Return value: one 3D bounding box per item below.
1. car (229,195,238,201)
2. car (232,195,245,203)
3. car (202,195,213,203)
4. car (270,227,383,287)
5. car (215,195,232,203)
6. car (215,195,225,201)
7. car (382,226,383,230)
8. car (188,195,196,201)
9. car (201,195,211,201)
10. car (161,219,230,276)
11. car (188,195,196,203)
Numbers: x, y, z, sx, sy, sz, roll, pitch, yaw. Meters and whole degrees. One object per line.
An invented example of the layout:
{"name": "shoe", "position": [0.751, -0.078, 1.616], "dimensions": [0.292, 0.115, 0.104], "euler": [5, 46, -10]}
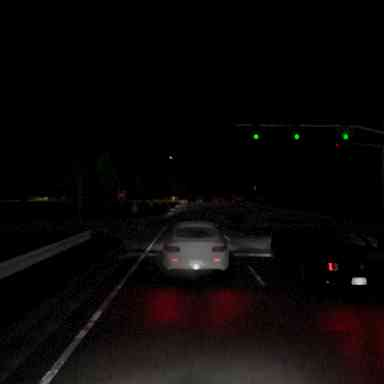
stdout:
{"name": "car", "position": [10.505, 1.549, 84.560], "dimensions": [1.882, 1.535, 5.008], "euler": [0, 0, 0]}
{"name": "car", "position": [10.504, 1.679, 74.139], "dimensions": [1.882, 1.535, 5.008], "euler": [0, 0, 0]}
{"name": "car", "position": [3.504, 1.558, 74.527], "dimensions": [2.097, 1.767, 4.553], "euler": [0, 0, 0]}
{"name": "car", "position": [3.589, 1.627, 9.332], "dimensions": [1.895, 1.301, 4.718], "euler": [0, 0, 0]}
{"name": "car", "position": [7.004, 1.558, 74.526], "dimensions": [2.097, 1.767, 4.553], "euler": [0, 0, 0]}
{"name": "car", "position": [7.005, 1.596, 84.560], "dimensions": [2.128, 1.511, 4.902], "euler": [0, 0, 0]}
{"name": "car", "position": [7.086, 1.248, 8.388], "dimensions": [2.150, 2.045, 5.566], "euler": [0, 0, 0]}
{"name": "car", "position": [0.005, 1.571, 84.560], "dimensions": [1.837, 1.490, 4.892], "euler": [0, 0, 0]}
{"name": "car", "position": [3.505, 1.596, 84.560], "dimensions": [2.128, 1.511, 4.902], "euler": [0, 0, 0]}
{"name": "car", "position": [0.100, 1.555, 10.342], "dimensions": [1.812, 1.442, 4.674], "euler": [0, 0, 0]}
{"name": "car", "position": [0.004, 1.741, 74.140], "dimensions": [2.033, 1.411, 5.357], "euler": [0, 0, 0]}
